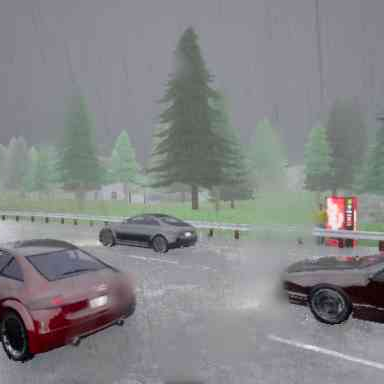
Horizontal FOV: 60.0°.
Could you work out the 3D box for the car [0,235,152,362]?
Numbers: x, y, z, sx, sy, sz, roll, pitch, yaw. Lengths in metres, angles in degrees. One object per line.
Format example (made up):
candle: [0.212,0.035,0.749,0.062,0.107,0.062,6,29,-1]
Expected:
car: [-3.002,1.564,5.951,4.181,1.385,1.994,0,0,34]

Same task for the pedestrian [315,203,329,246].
pedestrian: [5.396,1.294,13.903,0.375,1.860,0.375,0,0,35]

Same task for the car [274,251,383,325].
car: [4.163,1.547,5.384,5.357,1.411,2.033,0,0,35]

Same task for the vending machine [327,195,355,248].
vending machine: [6.321,1.195,14.092,0.880,2.100,1.100,0,0,35]

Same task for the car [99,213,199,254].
car: [-1.817,1.563,13.557,4.181,1.385,1.994,0,0,33]
